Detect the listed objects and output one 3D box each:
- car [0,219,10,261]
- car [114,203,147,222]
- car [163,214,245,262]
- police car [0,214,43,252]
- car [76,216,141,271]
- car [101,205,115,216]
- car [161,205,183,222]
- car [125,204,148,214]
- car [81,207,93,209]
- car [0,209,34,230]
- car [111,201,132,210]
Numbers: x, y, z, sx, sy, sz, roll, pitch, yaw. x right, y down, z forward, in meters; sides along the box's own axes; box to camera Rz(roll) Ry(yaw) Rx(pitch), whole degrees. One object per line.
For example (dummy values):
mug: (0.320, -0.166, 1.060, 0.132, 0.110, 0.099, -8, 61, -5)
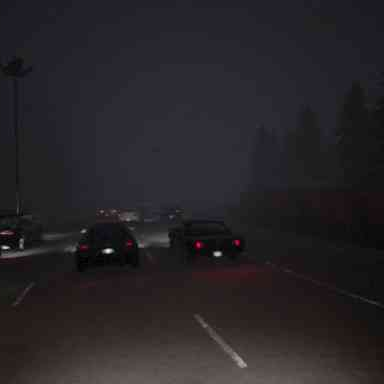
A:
car: (-7.591, 1.871, 10.466, 1.837, 1.490, 4.892, -2, -1, -13)
car: (-5.307, 2.037, 29.332, 1.812, 1.442, 4.674, -2, -1, -3)
car: (0.308, 1.742, 12.879, 1.895, 1.301, 4.718, -2, -1, -13)
police car: (-8.758, 1.895, 16.209, 1.930, 1.638, 5.238, -2, -1, -10)
car: (-3.030, 1.802, 12.051, 1.994, 1.385, 4.181, -2, -1, -14)
car: (-8.938, 2.255, 38.083, 1.812, 1.442, 4.674, -2, -1, 6)
car: (-1.850, 1.906, 30.469, 2.128, 1.511, 4.902, -2, -1, -2)
car: (-7.933, 2.415, 48.099, 1.895, 1.301, 4.718, -2, -1, 10)
car: (-19.225, 2.549, 61.417, 2.150, 2.045, 5.566, -2, -1, 15)
car: (-15.978, 2.340, 28.968, 2.128, 1.511, 4.902, -2, -1, -1)
car: (-14.050, 2.716, 66.458, 1.837, 1.490, 4.892, -2, -1, 18)
